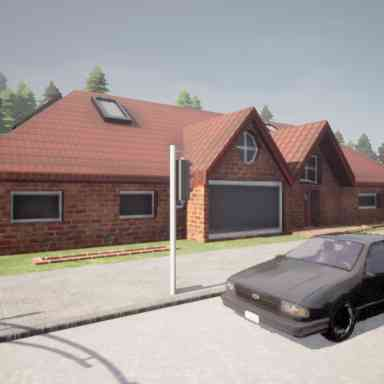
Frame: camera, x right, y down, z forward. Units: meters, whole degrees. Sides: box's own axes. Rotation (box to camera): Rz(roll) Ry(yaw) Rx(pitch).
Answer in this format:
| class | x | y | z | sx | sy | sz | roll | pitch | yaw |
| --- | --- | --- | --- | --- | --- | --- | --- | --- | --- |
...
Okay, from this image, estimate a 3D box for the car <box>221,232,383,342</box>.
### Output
| class | x | y | z | sx | sy | sz | roll | pitch | yaw |
| --- | --- | --- | --- | --- | --- | --- | --- | --- | --- |
| car | 3.166 | 1.547 | 6.612 | 5.357 | 1.411 | 2.033 | 0 | 0 | -33 |
